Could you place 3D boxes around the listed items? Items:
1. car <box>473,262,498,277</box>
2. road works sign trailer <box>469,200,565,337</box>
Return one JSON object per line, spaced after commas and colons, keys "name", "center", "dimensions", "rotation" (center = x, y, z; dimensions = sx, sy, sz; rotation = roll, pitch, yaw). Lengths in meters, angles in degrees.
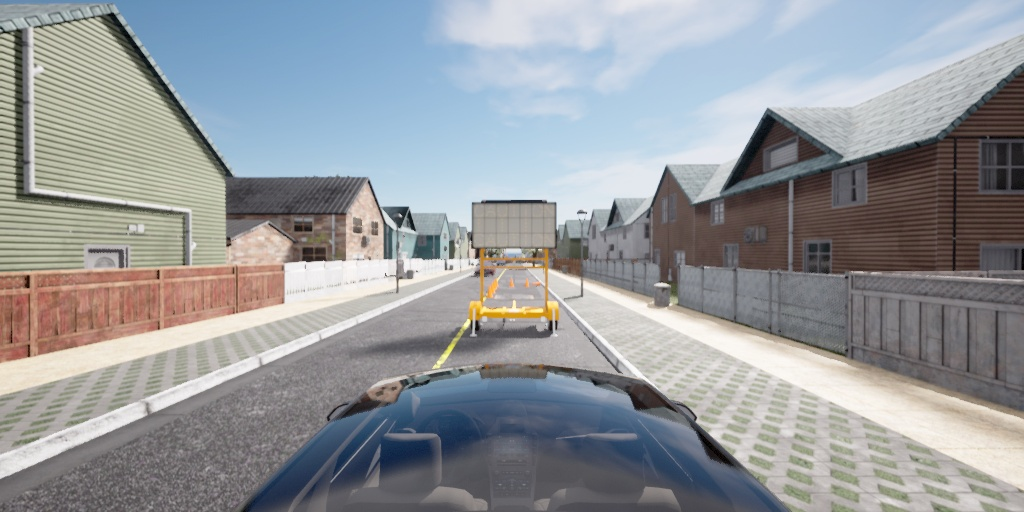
{"name": "car", "center": [-2.633, 1.296, 35.643], "dimensions": [1.812, 1.442, 4.674], "rotation": [0, 0, 0]}
{"name": "road works sign trailer", "center": [0.063, 0.206, 10.276], "dimensions": [2.380, 3.560, 2.880], "rotation": [0, 0, 1]}
